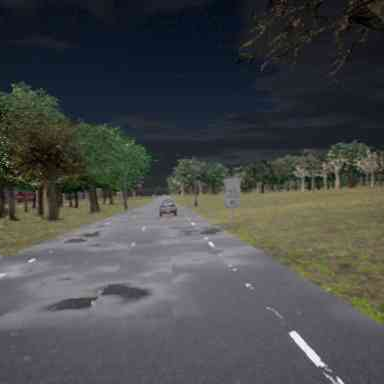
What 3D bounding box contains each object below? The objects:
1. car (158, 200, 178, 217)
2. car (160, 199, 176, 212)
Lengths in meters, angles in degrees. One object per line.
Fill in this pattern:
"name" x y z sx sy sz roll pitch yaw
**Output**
"car" -2.576 1.812 36.047 2.128 1.511 4.902 -3 -1 -4
"car" -3.483 1.907 47.978 2.097 1.767 4.553 -3 -1 -4
